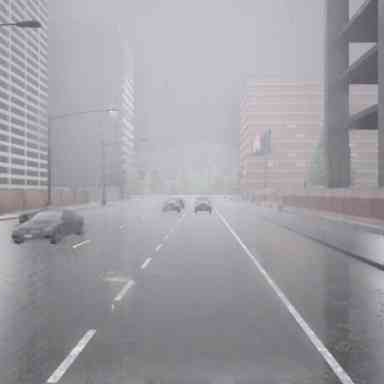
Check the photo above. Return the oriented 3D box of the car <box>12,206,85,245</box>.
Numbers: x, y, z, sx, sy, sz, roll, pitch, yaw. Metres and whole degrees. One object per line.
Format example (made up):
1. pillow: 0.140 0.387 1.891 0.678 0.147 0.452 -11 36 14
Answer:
1. car: -6.600 1.541 15.899 1.812 1.442 4.674 0 0 2

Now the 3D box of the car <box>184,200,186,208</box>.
1. car: -1.942 1.552 47.020 1.837 1.490 4.892 0 0 2

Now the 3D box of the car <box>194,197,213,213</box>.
1. car: 1.251 1.563 37.199 1.812 1.442 4.674 0 0 2

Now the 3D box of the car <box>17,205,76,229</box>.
1. car: -9.820 1.623 22.888 1.895 1.301 4.718 0 0 2

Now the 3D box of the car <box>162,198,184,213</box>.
1. car: -2.234 1.564 37.679 1.812 1.442 4.674 0 0 2
